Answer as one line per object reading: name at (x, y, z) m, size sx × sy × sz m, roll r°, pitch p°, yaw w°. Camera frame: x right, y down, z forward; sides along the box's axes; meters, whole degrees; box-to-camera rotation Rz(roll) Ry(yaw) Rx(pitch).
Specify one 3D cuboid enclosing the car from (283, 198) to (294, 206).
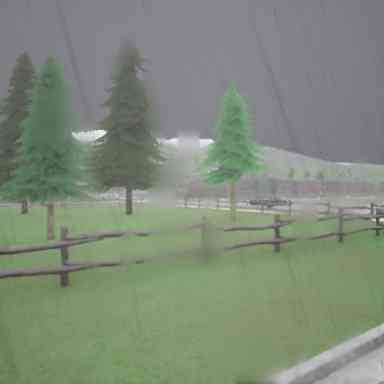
car at (14.035, 1.570, 53.220) m, size 1.895 × 1.301 × 4.718 m, roll 0°, pitch 0°, yaw -35°

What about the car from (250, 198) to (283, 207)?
car at (11.168, 1.573, 51.213) m, size 1.895 × 1.301 × 4.718 m, roll 0°, pitch 0°, yaw -35°
